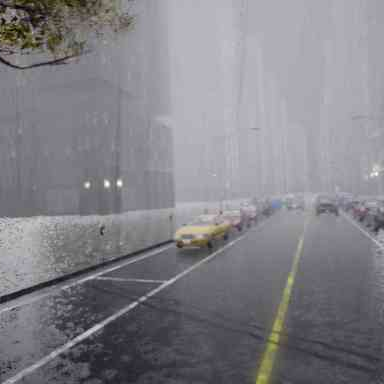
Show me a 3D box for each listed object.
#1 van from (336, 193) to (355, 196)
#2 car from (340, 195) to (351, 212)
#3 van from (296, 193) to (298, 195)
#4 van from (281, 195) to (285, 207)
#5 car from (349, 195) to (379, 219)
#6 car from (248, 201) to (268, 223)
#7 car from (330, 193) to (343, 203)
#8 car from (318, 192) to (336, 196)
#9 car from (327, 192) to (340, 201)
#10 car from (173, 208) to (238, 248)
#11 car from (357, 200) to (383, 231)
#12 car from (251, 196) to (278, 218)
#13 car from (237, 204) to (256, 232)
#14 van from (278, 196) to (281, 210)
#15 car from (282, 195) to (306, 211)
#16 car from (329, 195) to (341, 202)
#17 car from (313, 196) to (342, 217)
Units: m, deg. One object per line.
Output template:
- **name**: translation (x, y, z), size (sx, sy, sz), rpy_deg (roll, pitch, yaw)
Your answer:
- **van**: translation (18.511, 1.060, 39.536), size (1.690, 1.788, 3.998), rpy_deg (-3, -1, 20)
- **car**: translation (16.547, 1.287, 34.209), size (2.008, 1.369, 4.403), rpy_deg (-3, -1, 20)
- **van**: translation (20.380, 1.328, 69.106), size (1.690, 1.788, 3.998), rpy_deg (-3, -1, 20)
- **van**: translation (10.520, 1.406, 42.486), size (1.690, 1.788, 3.998), rpy_deg (-3, -1, 20)
- **car**: translation (12.598, 1.210, 23.561), size (1.967, 1.590, 4.097), rpy_deg (-3, -1, 20)
- **car**: translation (4.614, 1.697, 26.512), size (1.802, 1.307, 4.206), rpy_deg (-3, -1, 20)
- **car**: translation (26.402, 1.097, 60.831), size (1.967, 1.590, 4.097), rpy_deg (-3, -1, 20)
- **car**: translation (15.894, 1.181, 40.291), size (2.097, 1.767, 4.553), rpy_deg (-2, -1, 21)
- **car**: translation (30.341, 0.942, 71.480), size (2.192, 1.841, 5.009), rpy_deg (-3, -1, 20)
- **car**: translation (0.609, 1.677, 15.705), size (1.752, 1.417, 4.829), rpy_deg (-3, -1, 20)
- **car**: translation (10.631, 1.338, 18.236), size (2.008, 1.369, 4.403), rpy_deg (-3, -1, 20)
- **car**: translation (6.575, 1.414, 31.839), size (2.192, 1.841, 5.009), rpy_deg (-3, -1, 20)
- **car**: translation (2.642, 1.715, 21.188), size (1.802, 1.307, 4.206), rpy_deg (-3, -1, 20)
- **van**: translation (8.548, 1.423, 37.163), size (1.690, 1.788, 3.998), rpy_deg (-3, -1, 20)
- **car**: translation (12.380, 1.452, 39.586), size (2.128, 1.511, 4.902), rpy_deg (-2, -1, 21)
- **car**: translation (28.380, 1.223, 66.153), size (1.802, 1.307, 4.206), rpy_deg (-3, -1, 20)
- **car**: translation (12.102, 1.366, 29.961), size (1.837, 1.490, 4.892), rpy_deg (-2, -1, 21)
